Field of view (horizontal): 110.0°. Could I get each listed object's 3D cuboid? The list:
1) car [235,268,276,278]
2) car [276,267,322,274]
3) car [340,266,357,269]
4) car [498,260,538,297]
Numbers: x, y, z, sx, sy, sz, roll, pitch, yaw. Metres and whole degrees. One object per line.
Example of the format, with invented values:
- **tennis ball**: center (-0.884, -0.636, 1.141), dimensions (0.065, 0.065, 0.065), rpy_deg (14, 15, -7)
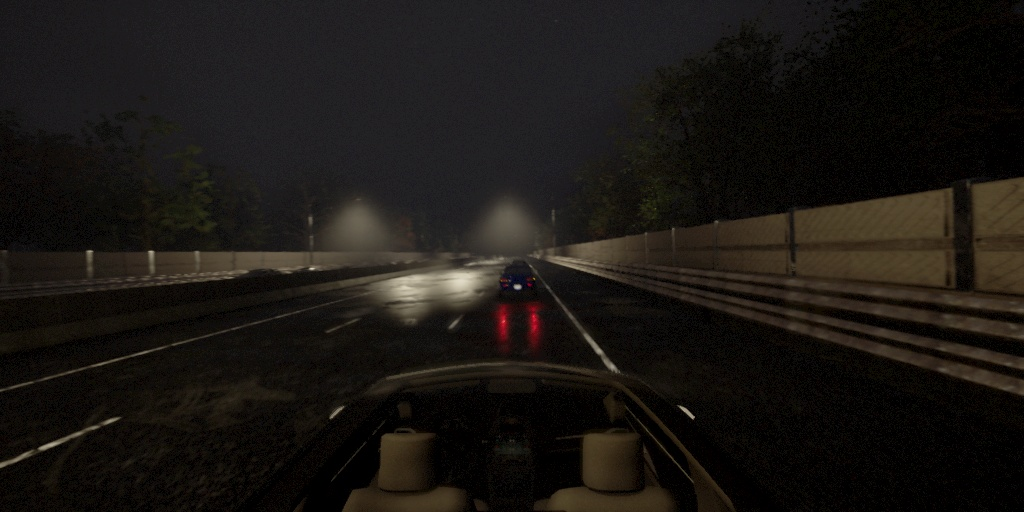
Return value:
- **car**: center (-23.986, 1.968, 34.144), dimensions (1.837, 1.490, 4.892), rpy_deg (-2, 0, 2)
- **car**: center (-20.438, 1.856, 35.782), dimensions (2.033, 1.411, 5.357), rpy_deg (-2, 0, 2)
- **car**: center (-16.894, 1.720, 37.130), dimensions (1.994, 1.385, 4.181), rpy_deg (-2, 0, 2)
- **car**: center (0.289, 1.139, 17.721), dimensions (1.812, 1.442, 4.674), rpy_deg (-2, 0, 1)
